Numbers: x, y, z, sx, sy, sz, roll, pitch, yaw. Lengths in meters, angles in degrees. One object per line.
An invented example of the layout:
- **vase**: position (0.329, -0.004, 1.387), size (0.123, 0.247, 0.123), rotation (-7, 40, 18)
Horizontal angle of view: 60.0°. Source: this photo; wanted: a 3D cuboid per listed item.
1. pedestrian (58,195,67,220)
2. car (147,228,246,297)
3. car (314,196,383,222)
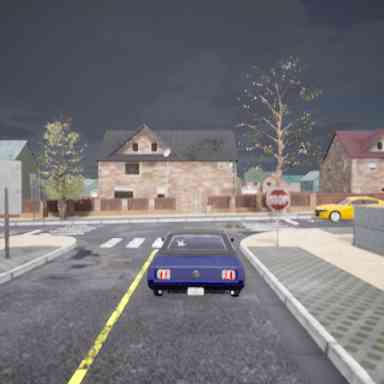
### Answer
- **pedestrian**: position (-9.639, 1.150, 24.639), size (0.375, 1.860, 0.375), rotation (0, 2, 0)
- **car**: position (0.145, 1.563, 8.451), size (1.895, 1.301, 4.718), rotation (0, 0, 2)
- **car**: position (10.568, 1.065, 21.753), size (5.008, 1.535, 1.882), rotation (-1, 1, 0)
